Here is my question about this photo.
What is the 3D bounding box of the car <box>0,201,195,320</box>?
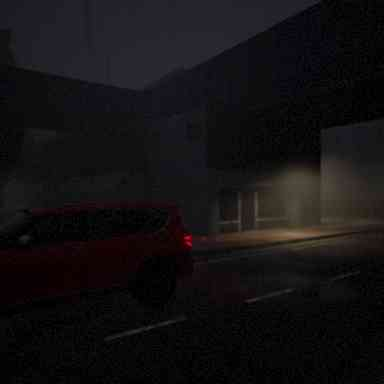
[{"bbox_3d":[-2.536,1.222,6.469,5.566,2.045,2.150,0,0,-36],"label":"car"}]
